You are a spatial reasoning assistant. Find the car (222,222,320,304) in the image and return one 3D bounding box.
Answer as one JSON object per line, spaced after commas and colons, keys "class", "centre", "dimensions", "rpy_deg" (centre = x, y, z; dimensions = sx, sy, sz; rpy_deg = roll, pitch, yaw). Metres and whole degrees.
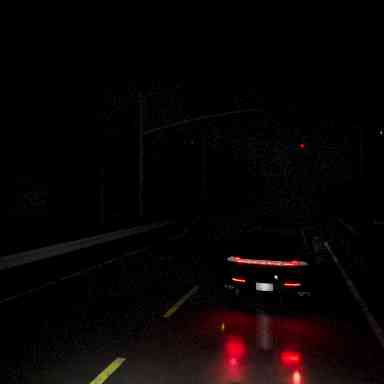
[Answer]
{"class": "car", "centre": [2.070, 1.491, 8.270], "dimensions": [2.128, 1.511, 4.902], "rpy_deg": [0, 0, 18]}
